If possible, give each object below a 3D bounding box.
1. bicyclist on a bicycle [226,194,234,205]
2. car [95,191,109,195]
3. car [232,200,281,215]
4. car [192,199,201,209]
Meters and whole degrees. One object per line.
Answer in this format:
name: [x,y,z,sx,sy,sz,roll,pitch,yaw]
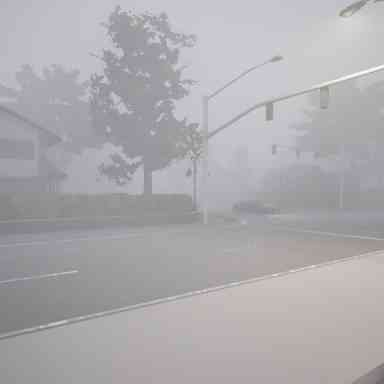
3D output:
bicyclist on a bicycle: [5.885,1.176,51.080,1.656,1.620,0.582,0,0,-36]
car: [-20.436,0.855,75.241,2.150,2.045,5.566,0,0,-36]
car: [6.228,1.466,32.846,2.033,1.411,5.357,0,0,-35]
car: [-0.765,1.419,42.436,1.812,1.442,4.674,0,0,-36]
